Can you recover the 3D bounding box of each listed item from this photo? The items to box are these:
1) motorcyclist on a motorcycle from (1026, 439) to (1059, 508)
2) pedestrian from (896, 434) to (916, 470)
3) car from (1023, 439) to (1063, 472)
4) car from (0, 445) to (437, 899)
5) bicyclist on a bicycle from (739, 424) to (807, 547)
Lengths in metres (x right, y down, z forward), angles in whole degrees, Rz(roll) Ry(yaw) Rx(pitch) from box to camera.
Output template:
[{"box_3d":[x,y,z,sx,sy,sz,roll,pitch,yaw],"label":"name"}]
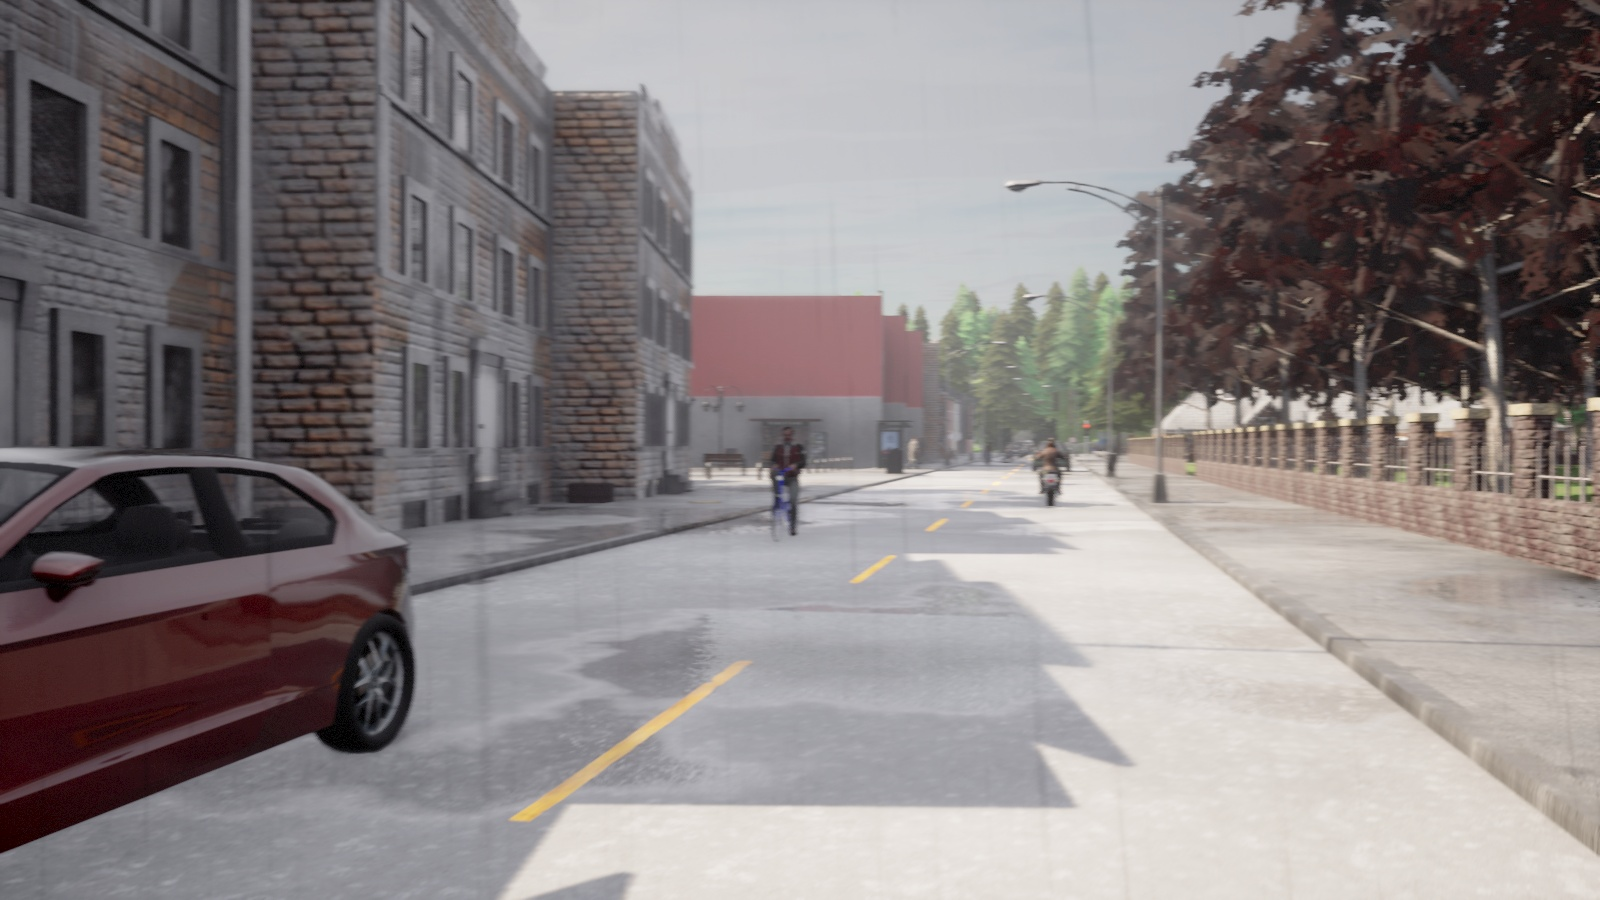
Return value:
[{"box_3d":[5.997,0.555,31.092,0.766,1.649,2.350,0,0,11],"label":"motorcyclist on a motorcycle"},{"box_3d":[5.742,0.120,68.005,0.873,1.952,0.659,0,0,-42],"label":"pedestrian"},{"box_3d":[13.374,0.290,69.102,2.097,1.767,4.553,0,0,11],"label":"car"},{"box_3d":[-3.182,0.724,4.656,1.816,1.474,4.193,0,0,11],"label":"car"},{"box_3d":[-0.385,0.515,19.137,0.659,1.776,1.843,0,0,11],"label":"bicyclist on a bicycle"}]
